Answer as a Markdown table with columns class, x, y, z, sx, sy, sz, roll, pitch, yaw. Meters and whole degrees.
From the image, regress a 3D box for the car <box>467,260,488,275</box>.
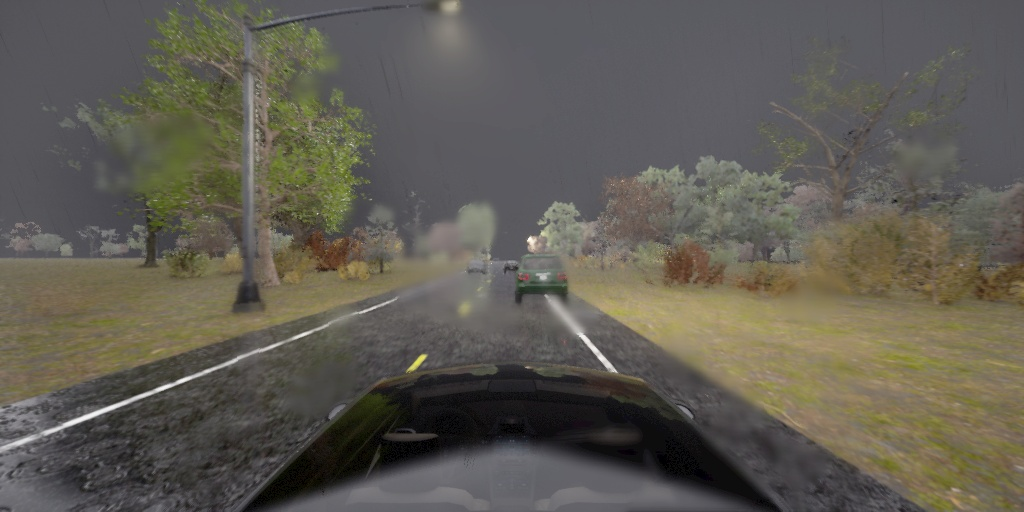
| class | x | y | z | sx | sy | sz | roll | pitch | yaw |
| --- | --- | --- | --- | --- | --- | --- | --- | --- | --- |
| car | -3.580 | 1.206 | 38.152 | 1.837 | 1.490 | 4.892 | 0 | -1 | 0 |

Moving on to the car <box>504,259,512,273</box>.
| class | x | y | z | sx | sy | sz | roll | pitch | yaw |
| --- | --- | --- | --- | --- | --- | --- | --- | --- | --- |
| car | 0.067 | 1.180 | 42.255 | 1.882 | 1.535 | 5.008 | 0 | -1 | 0 |

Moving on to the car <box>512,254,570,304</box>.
| class | x | y | z | sx | sy | sz | roll | pitch | yaw |
| --- | --- | --- | --- | --- | --- | --- | --- | --- | --- |
| car | 1.223 | 0.945 | 16.281 | 2.150 | 2.045 | 5.566 | 0 | 0 | 0 |
